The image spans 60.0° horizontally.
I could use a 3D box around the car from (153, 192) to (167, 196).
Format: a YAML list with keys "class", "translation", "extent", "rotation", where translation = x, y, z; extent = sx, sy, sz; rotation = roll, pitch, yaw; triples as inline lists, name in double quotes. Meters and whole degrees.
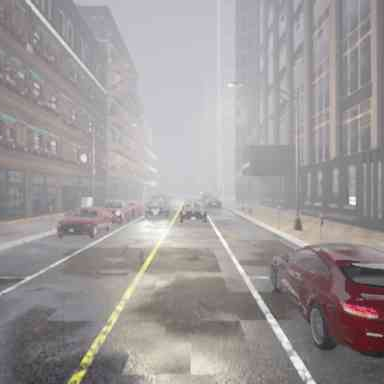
- class: "car"
  translation: [-5.327, 1.167, 50.131]
  extent: [1.967, 1.590, 4.097]
  rotation: [0, 0, 0]

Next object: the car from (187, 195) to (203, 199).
- class: "car"
  translation: [0.084, 1.367, 41.621]
  extent: [1.895, 1.301, 4.718]
  rotation: [0, 0, 0]

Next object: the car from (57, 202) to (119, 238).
- class: "car"
  translation: [-5.315, 1.442, 16.917]
  extent: [1.887, 1.381, 4.507]
  rotation: [1, 0, 0]

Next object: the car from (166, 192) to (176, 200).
- class: "car"
  translation: [-5.340, 0.908, 83.346]
  extent: [2.192, 1.841, 5.009]
  rotation: [0, 0, 0]

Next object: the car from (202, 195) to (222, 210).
- class: "car"
  translation: [2.556, 1.344, 39.071]
  extent: [1.947, 1.339, 4.313]
  rotation: [0, 0, 0]

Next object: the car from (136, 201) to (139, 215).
- class: "car"
  translation: [-5.319, 1.380, 27.989]
  extent: [1.887, 1.381, 4.507]
  rotation: [0, 0, 0]

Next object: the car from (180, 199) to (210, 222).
- class: "car"
  translation: [0.092, 1.455, 24.393]
  extent: [1.895, 1.301, 4.718]
  rotation: [0, 0, 0]

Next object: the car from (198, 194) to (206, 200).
- class: "car"
  translation: [2.539, 1.117, 83.527]
  extent: [1.752, 1.417, 4.829]
  rotation: [0, 0, 0]

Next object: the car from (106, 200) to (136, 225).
- class: "car"
  translation: [-5.316, 1.306, 22.451]
  extent: [1.967, 1.590, 4.097]
  rotation: [1, 0, 0]

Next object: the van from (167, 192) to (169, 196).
- class: "van"
  translation: [-5.329, 1.043, 55.667]
  extent: [1.690, 1.788, 3.998]
  rotation: [0, 0, 0]

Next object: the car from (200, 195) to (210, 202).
- class: "car"
  translation: [2.545, 1.236, 66.751]
  extent: [1.802, 1.307, 4.206]
  rotation: [0, 0, 0]

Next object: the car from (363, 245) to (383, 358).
- class: "car"
  translation: [2.574, 1.312, 0.320]
  extent: [2.192, 1.841, 5.009]
  rotation: [1, 0, 0]

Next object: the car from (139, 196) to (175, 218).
- class: "car"
  translation: [-2.763, 1.330, 27.752]
  extent: [2.128, 1.511, 4.902]
  rotation: [0, 0, 0]

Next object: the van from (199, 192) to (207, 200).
- class: "van"
  translation: [2.542, 0.953, 77.819]
  extent: [1.690, 1.788, 3.998]
  rotation: [0, 0, 0]

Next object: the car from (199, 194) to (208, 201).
- class: "car"
  translation: [2.543, 1.157, 72.456]
  extent: [1.752, 1.417, 4.829]
  rotation: [0, 0, 0]

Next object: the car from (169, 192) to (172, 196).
- class: "car"
  translation: [-5.331, 0.992, 61.203]
  extent: [2.192, 1.841, 5.009]
  rotation: [0, 0, 0]

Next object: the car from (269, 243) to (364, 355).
- class: "car"
  translation: [2.569, 1.545, 5.858]
  extent: [1.802, 1.307, 4.206]
  rotation: [0, 0, 0]

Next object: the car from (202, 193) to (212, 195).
- class: "car"
  translation: [2.554, 1.277, 44.777]
  extent: [1.752, 1.417, 4.829]
  rotation: [0, 0, 0]

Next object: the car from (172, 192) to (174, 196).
- class: "car"
  translation: [-5.335, 1.204, 66.741]
  extent: [2.008, 1.369, 4.403]
  rotation: [0, 0, 0]

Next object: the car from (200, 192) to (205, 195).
- class: "car"
  translation: [2.552, 1.017, 55.677]
  extent: [2.192, 1.841, 5.009]
  rotation: [0, 0, 0]
